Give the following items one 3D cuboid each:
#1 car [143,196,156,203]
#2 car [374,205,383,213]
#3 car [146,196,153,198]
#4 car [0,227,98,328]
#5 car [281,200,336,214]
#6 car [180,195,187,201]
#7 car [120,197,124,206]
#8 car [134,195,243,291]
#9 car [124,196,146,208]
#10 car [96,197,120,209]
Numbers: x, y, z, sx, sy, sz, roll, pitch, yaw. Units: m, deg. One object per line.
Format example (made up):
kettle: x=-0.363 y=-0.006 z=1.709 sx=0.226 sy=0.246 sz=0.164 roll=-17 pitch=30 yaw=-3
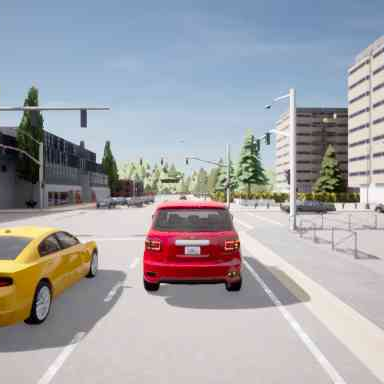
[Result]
car: x=-8.862 y=1.537 z=69.854 sx=2.033 sy=1.411 sz=5.357 roll=0 pitch=0 yaw=-2
car: x=22.167 y=1.546 z=34.885 sx=5.357 sy=1.411 sz=2.033 roll=0 pitch=0 yaw=-2
car: x=-8.648 y=1.489 z=59.490 sx=2.128 sy=1.511 sz=4.902 roll=0 pitch=0 yaw=-1
car: x=-3.478 y=1.477 z=7.125 sx=1.882 sy=1.535 sz=5.008 roll=0 pitch=0 yaw=0
car: x=12.084 y=1.546 z=34.580 sx=5.357 sy=1.411 sz=2.033 roll=0 pitch=0 yaw=-2
car: x=-2.336 y=1.521 z=87.193 sx=1.812 sy=1.442 sz=4.674 roll=0 pitch=0 yaw=-2
car: x=-12.063 y=1.545 z=56.111 sx=2.033 sy=1.411 sz=5.357 roll=0 pitch=0 yaw=-1
car: x=0.016 y=1.221 z=9.112 sx=2.150 sy=2.045 sz=5.566 roll=0 pitch=0 yaw=0
car: x=-8.390 y=1.503 z=49.279 sx=1.837 sy=1.490 sz=4.892 roll=0 pitch=0 yaw=-2
car: x=-11.793 y=1.490 z=45.859 sx=2.128 sy=1.511 sz=4.902 roll=0 pitch=0 yaw=-2
